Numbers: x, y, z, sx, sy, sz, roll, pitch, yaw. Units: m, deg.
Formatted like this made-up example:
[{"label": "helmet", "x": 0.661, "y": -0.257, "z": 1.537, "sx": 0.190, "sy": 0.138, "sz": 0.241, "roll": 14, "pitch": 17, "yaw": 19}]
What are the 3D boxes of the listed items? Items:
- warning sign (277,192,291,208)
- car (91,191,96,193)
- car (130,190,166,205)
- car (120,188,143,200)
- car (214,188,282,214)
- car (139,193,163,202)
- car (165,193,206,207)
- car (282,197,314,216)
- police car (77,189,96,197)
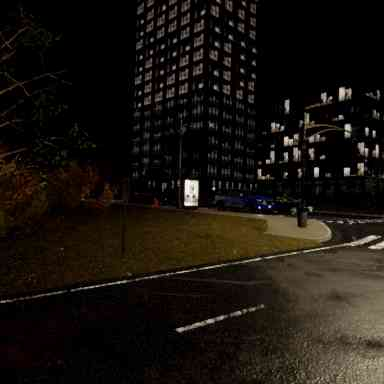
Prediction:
[{"label": "warning sign", "x": 10.966, "y": 0.990, "z": 39.523, "sx": 1.300, "sy": 1.860, "sz": 1.060, "roll": 2, "pitch": -1, "yaw": -40}, {"label": "car", "x": -20.221, "y": 0.472, "z": 65.840, "sx": 2.033, "sy": 1.411, "sz": 5.357, "roll": 3, "pitch": -1, "yaw": -43}, {"label": "car", "x": -4.882, "y": 0.845, "z": 38.638, "sx": 1.895, "sy": 1.301, "sz": 4.718, "roll": 3, "pitch": -1, "yaw": -40}, {"label": "car", "x": -9.869, "y": 0.428, "z": 54.553, "sx": 2.150, "sy": 2.045, "sz": 5.566, "roll": 3, "pitch": -1, "yaw": -42}, {"label": "car", "x": 4.241, "y": 0.726, "z": 27.684, "sx": 2.150, "sy": 2.045, "sz": 5.566, "roll": 3, "pitch": -1, "yaw": -39}, {"label": "car", "x": -6.880, "y": 0.901, "z": 55.991, "sx": 1.994, "sy": 1.385, "sz": 4.181, "roll": 3, "pitch": -1, "yaw": -41}, {"label": "car", "x": -0.508, "y": 0.893, "z": 38.498, "sx": 1.882, "sy": 1.535, "sz": 5.008, "roll": 3, "pitch": 0, "yaw": -40}, {"label": "car", "x": 7.905, "y": 1.146, "z": 28.314, "sx": 2.128, "sy": 1.511, "sz": 4.902, "roll": 3, "pitch": -1, "yaw": -40}, {"label": "police car", "x": -24.179, "y": 0.311, "z": 76.000, "sx": 1.930, "sy": 1.638, "sz": 5.238, "roll": 3, "pitch": -1, "yaw": -44}]
